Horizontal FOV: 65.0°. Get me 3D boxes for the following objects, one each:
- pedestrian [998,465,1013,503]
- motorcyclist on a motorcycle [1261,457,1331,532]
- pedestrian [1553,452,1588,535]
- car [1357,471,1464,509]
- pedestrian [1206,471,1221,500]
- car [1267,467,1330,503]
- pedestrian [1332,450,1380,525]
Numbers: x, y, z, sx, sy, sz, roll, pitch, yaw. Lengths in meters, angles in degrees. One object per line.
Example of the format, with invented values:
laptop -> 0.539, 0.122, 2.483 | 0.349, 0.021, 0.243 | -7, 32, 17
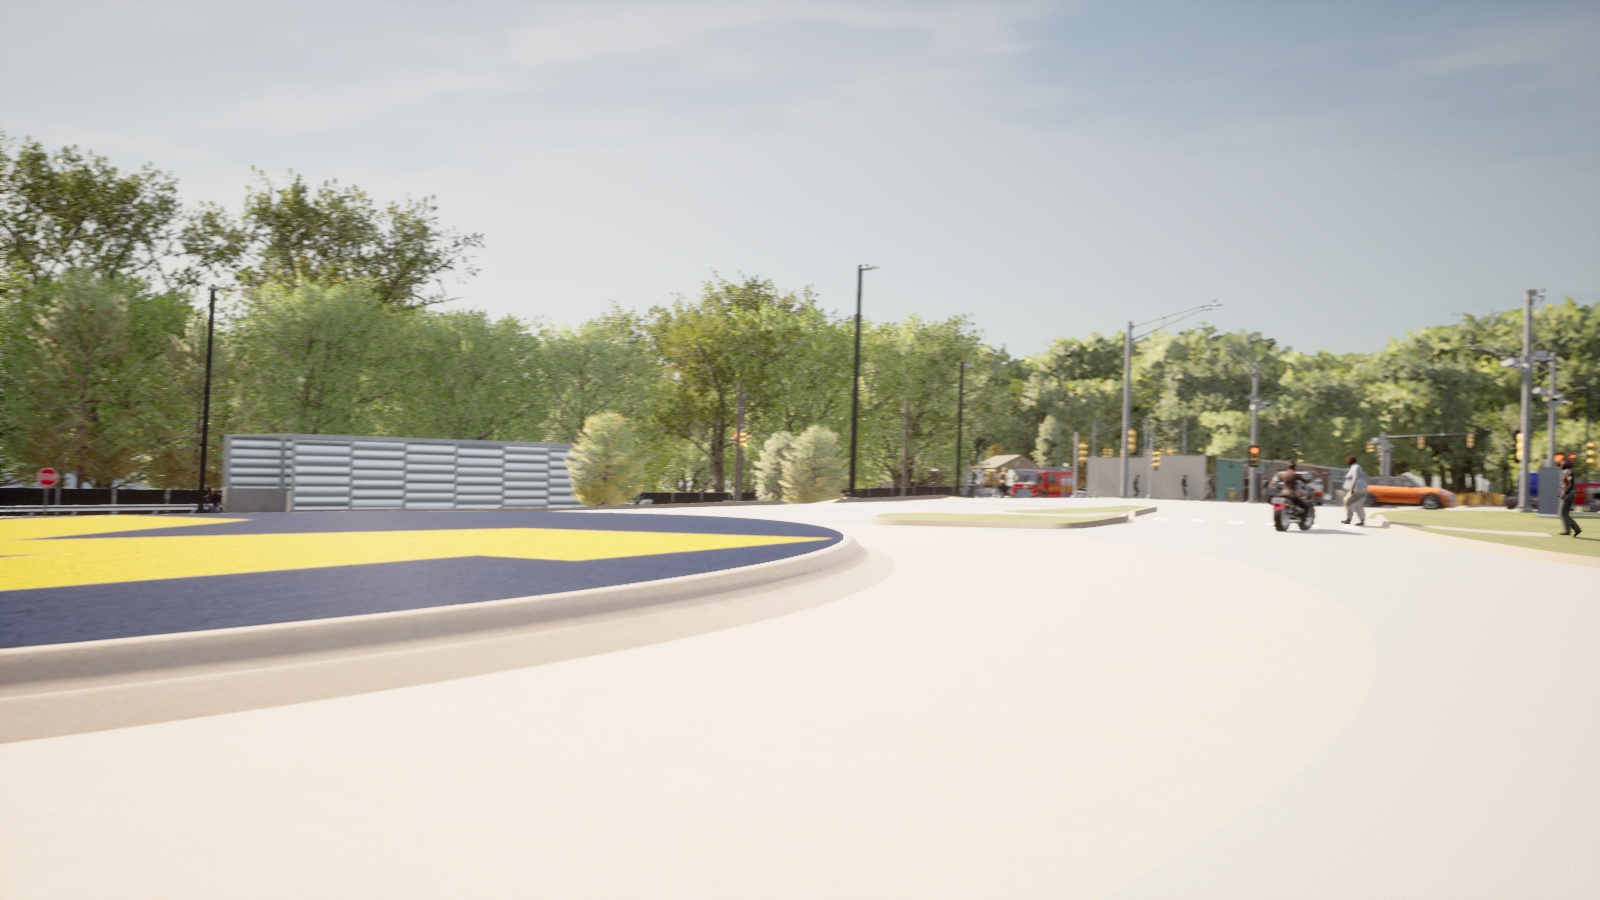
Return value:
pedestrian -> 10.185, 1.677, 62.275 | 0.594, 1.836, 0.345 | 4, -3, -40
motorcyclist on a motorcycle -> 11.446, 1.015, 28.941 | 0.766, 1.649, 2.350 | 1, -1, 40
pedestrian -> 18.139, 1.019, 29.577 | 0.666, 1.930, 0.402 | 1, -2, 34
car -> 31.275, 2.046, 64.355 | 4.553, 1.767, 2.097 | 0, -2, 39
pedestrian -> 26.295, 2.258, 79.890 | 0.694, 1.848, 0.540 | 1, -2, 38
car -> 21.961, 1.561, 55.238 | 1.970, 1.475, 3.806 | 1, -2, 31
pedestrian -> 14.221, 0.959, 32.128 | 0.900, 1.855, 0.874 | 1, -2, 38
